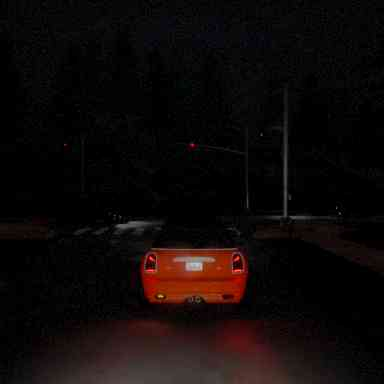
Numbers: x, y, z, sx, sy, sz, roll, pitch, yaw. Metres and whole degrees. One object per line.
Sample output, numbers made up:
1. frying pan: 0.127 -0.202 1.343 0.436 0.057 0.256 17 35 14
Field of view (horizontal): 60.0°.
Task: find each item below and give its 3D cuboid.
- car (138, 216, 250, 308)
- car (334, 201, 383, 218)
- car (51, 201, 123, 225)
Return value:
1. car: 0.049 1.352 8.086 2.097 1.767 4.553 0 0 0
2. car: 14.337 1.438 27.330 4.718 1.301 1.895 0 0 0
3. car: -7.191 1.375 22.824 4.892 1.490 1.837 1 0 10
